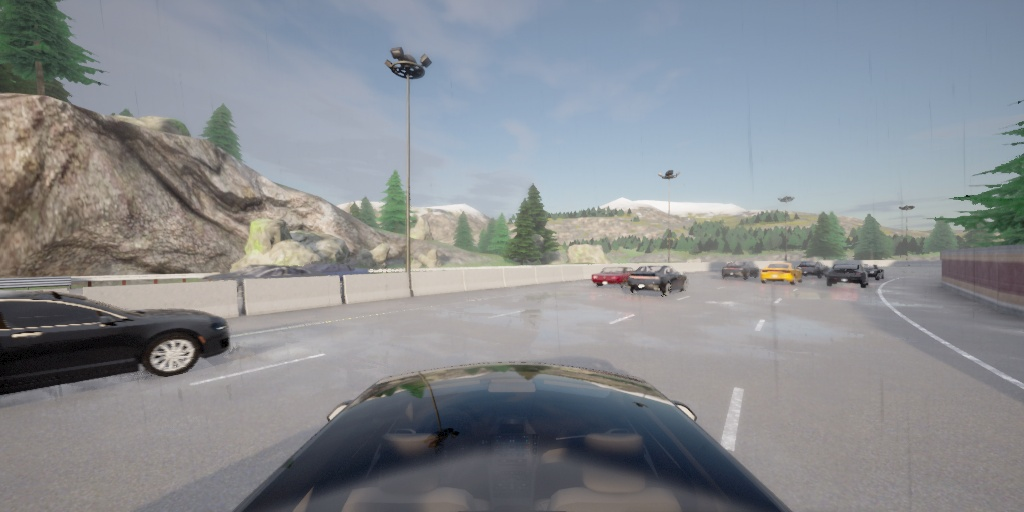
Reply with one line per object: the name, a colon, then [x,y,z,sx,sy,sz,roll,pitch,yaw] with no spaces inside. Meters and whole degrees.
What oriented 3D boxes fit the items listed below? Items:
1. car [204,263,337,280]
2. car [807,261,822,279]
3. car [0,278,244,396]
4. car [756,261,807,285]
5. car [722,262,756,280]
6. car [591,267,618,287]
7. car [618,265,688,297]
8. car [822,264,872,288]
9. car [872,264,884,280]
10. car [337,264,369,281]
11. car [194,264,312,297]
car: [-11.612,1.241,17.435,2.128,1.511,4.902,0,0,37]
car: [27.777,1.241,33.140,4.902,1.511,2.128,0,0,-39]
car: [-7.134,1.255,5.160,1.837,1.490,4.892,0,0,33]
car: [19.817,1.228,26.289,5.008,1.535,1.882,0,0,-44]
car: [19.894,1.241,31.100,4.902,1.511,2.128,0,0,-42]
car: [7.149,1.350,23.541,1.895,1.301,4.718,0,0,41]
car: [7.806,1.241,18.997,2.128,1.511,4.902,0,0,41]
car: [22.499,1.255,24.009,4.892,1.490,1.837,0,0,-43]
car: [30.454,1.351,30.826,4.718,1.301,1.895,0,0,-39]
car: [-13.389,1.297,26.704,2.033,1.411,5.357,0,0,38]
car: [-14.155,1.241,19.875,2.128,1.511,4.902,0,0,37]
